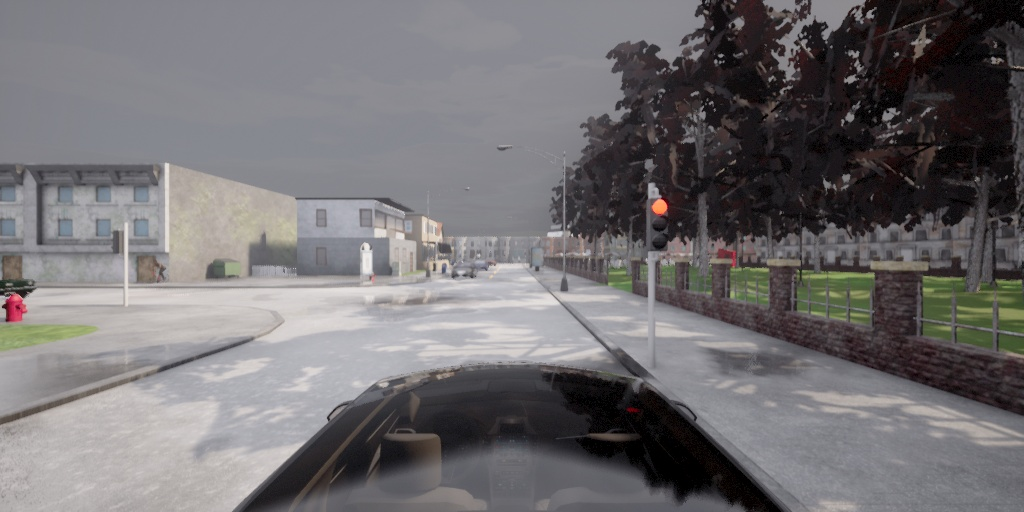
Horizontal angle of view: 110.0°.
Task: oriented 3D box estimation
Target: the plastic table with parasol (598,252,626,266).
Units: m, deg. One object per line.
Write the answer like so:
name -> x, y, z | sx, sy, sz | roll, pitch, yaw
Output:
plastic table with parasol -> 15.269, 0.642, 55.039 | 2.482, 2.480, 2.482 | 0, 0, -40

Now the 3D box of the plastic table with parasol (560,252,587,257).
plastic table with parasol -> 9.949, 0.630, 57.776 | 2.482, 2.480, 2.482 | 0, 0, -40

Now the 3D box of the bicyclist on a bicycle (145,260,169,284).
bicyclist on a bicycle -> -23.871, 1.077, 24.155 | 0.582, 1.620, 1.656 | 0, 0, 0

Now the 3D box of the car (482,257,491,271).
car -> -4.108, 1.232, 46.872 | 1.812, 1.442, 4.674 | 0, 0, 0

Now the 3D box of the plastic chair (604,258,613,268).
plastic chair -> 14.296, 1.255, 54.137 | 0.730, 1.272, 0.750 | 0, 0, -35

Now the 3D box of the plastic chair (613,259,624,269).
plastic chair -> 16.003, 1.245, 54.041 | 0.750, 1.272, 0.730 | 0, 0, -40

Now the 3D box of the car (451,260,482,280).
car -> -4.106, 1.213, 31.320 | 2.128, 1.511, 4.902 | 0, 0, 0

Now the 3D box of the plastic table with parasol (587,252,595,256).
plastic table with parasol -> 14.644, 0.613, 63.253 | 2.482, 2.480, 2.482 | 0, 0, -42

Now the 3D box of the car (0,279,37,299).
car -> -24.255, 1.337, 15.758 | 4.718, 1.301, 1.895 | 0, 0, 0
